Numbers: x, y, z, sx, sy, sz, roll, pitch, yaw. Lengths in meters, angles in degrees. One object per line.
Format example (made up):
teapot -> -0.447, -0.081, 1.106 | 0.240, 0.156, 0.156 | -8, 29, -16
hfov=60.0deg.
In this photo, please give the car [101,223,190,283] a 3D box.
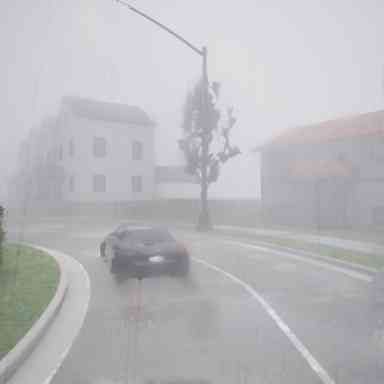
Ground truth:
car -> -1.552, 1.621, 10.042 | 1.994, 1.385, 4.181 | 0, 0, -20
